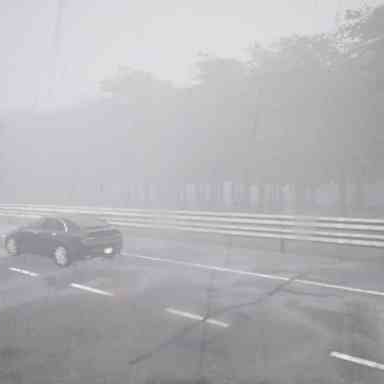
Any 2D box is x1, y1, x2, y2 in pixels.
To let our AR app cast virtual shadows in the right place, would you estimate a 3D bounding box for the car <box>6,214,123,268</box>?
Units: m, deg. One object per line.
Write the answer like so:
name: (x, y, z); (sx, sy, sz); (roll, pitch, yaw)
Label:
car: (-4.467, 1.510, 11.357); (4.892, 1.490, 1.837); (0, 0, 36)
